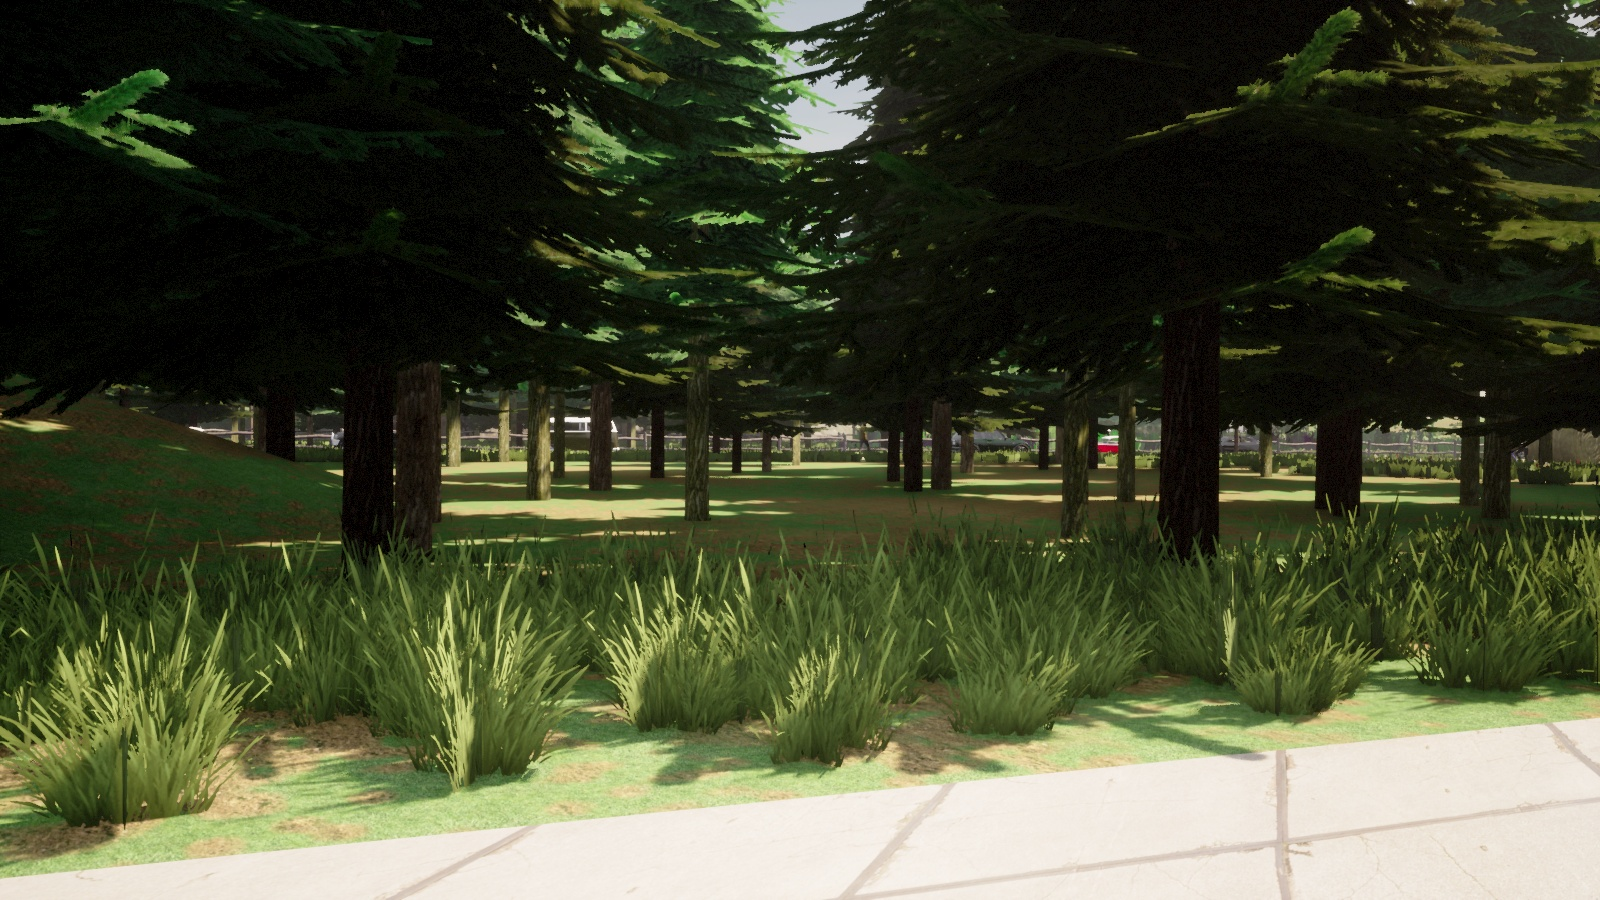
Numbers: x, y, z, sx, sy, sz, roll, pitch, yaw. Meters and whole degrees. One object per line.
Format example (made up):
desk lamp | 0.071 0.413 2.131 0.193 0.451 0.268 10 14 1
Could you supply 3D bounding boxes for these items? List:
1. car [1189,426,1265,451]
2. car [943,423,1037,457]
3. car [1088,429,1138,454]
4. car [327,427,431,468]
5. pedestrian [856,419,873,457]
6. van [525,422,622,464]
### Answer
car | 26.249 -0.731 77.178 4.193 1.474 1.816 -1 1 -19
car | 10.253 -0.567 67.888 4.553 1.767 2.097 -1 1 -20
car | 17.551 -0.491 70.444 2.207 1.376 1.481 -1 1 -19
car | -20.162 -0.146 60.132 4.605 1.855 1.932 -1 1 -21
pedestrian | 3.143 -0.581 61.256 0.726 1.835 0.370 -1 1 -26
van | -11.461 -0.387 63.432 4.480 2.038 2.069 -1 1 -21
